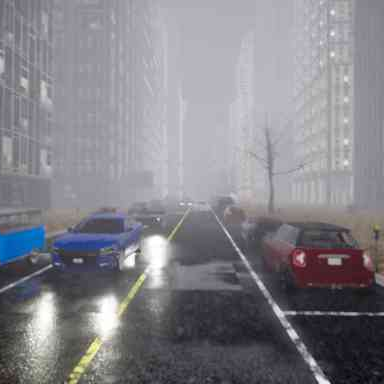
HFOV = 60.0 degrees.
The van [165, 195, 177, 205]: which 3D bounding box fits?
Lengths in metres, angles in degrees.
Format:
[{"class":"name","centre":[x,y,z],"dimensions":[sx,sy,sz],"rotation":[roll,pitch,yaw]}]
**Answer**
[{"class":"van","centre":[-4.124,1.451,60.309],"dimensions":[1.690,1.788,3.998],"rotation":[1,0,2]}]

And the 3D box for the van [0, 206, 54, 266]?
[{"class":"van","centre":[-5.592,1.326,9.131],"dimensions":[1.690,1.788,3.998],"rotation":[1,0,2]}]

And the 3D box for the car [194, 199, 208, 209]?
[{"class":"car","centre":[1.318,1.680,47.579],"dimensions":[1.994,1.385,4.181],"rotation":[0,0,2]}]

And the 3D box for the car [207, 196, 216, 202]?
[{"class":"car","centre":[4.848,1.772,82.816],"dimensions":[2.008,1.369,4.403],"rotation":[1,0,2]}]

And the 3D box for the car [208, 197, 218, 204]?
[{"class":"car","centre":[4.549,1.742,71.442],"dimensions":[2.008,1.369,4.403],"rotation":[1,0,2]}]

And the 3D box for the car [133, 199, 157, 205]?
[{"class":"car","centre":[-4.876,1.606,31.873],"dimensions":[1.947,1.339,4.313],"rotation":[1,0,2]}]

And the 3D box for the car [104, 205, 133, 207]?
[{"class":"car","centre":[-5.184,1.557,20.501],"dimensions":[1.887,1.381,4.507],"rotation":[1,0,2]}]

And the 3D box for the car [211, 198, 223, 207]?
[{"class":"car","centre":[4.105,1.675,54.551],"dimensions":[1.752,1.417,4.829],"rotation":[1,0,2]}]

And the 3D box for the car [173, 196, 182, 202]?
[{"class":"car","centre":[-3.529,1.718,83.058],"dimensions":[2.008,1.369,4.403],"rotation":[1,0,2]}]

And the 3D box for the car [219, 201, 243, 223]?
[{"class":"car","centre":[3.351,1.662,25.946],"dimensions":[1.802,1.307,4.206],"rotation":[1,0,2]}]

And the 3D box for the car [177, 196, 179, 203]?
[{"class":"car","centre":[-3.828,1.704,71.684],"dimensions":[1.947,1.339,4.313],"rotation":[1,0,2]}]

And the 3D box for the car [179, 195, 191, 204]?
[{"class":"car","centre":[-1.182,1.615,70.173],"dimensions":[1.882,1.535,5.008],"rotation":[0,0,2]}]

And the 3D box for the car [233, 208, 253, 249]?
[{"class":"car","centre":[3.118,1.619,14.572],"dimensions":[1.947,1.339,4.313],"rotation":[1,0,2]}]

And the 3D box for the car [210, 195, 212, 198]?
[{"class":"car","centre":[3.804,1.436,43.008],"dimensions":[2.192,1.841,5.009],"rotation":[1,0,2]}]

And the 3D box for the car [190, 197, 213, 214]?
[{"class":"car","centre":[1.023,1.614,36.143],"dimensions":[1.812,1.442,4.674],"rotation":[0,0,2]}]

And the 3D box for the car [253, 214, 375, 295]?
[{"class":"car","centre":[3.026,1.480,8.884],"dimensions":[1.967,1.590,4.097],"rotation":[1,0,2]}]

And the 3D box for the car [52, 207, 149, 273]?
[{"class":"car","centre":[-2.840,1.484,10.963],"dimensions":[1.882,1.535,5.008],"rotation":[0,0,1]}]

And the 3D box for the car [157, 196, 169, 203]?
[{"class":"car","centre":[-4.576,1.634,43.248],"dimensions":[1.947,1.339,4.313],"rotation":[1,0,2]}]

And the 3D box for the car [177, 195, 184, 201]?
[{"class":"car","centre":[-3.228,1.638,94.433],"dimensions":[1.967,1.590,4.097],"rotation":[1,0,2]}]

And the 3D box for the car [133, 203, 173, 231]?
[{"class":"car","centre":[-2.564,1.632,21.116],"dimensions":[1.895,1.301,4.718],"rotation":[0,0,2]}]

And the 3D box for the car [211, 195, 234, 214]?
[{"class":"car","centre":[3.655,1.422,37.321],"dimensions":[2.192,1.841,5.009],"rotation":[1,0,2]}]

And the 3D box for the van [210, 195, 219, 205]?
[{"class":"van","centre":[4.403,1.518,65.756],"dimensions":[1.690,1.788,3.998],"rotation":[1,0,2]}]
